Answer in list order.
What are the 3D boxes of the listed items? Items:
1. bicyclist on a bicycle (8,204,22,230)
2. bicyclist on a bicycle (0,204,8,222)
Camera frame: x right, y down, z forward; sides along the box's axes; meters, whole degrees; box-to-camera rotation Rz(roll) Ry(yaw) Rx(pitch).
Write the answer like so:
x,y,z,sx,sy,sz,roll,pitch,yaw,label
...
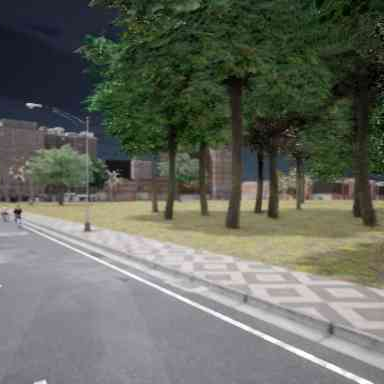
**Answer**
x,y,z,sx,sy,sz,roll,pitch,yaw,label
-12.390,1.747,23.609,0.659,1.776,1.843,1,0,-35,bicyclist on a bicycle
-16.976,1.926,30.198,0.866,1.612,1.509,1,-1,-35,bicyclist on a bicycle
